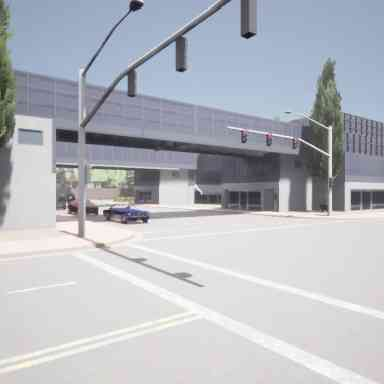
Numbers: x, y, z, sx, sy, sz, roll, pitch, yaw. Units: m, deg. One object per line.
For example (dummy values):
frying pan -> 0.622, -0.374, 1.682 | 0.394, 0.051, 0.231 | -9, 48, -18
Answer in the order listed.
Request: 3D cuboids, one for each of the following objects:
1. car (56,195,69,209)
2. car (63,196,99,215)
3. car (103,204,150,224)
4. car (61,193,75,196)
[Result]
car -> -17.215, 1.505, 41.816 | 1.837, 1.490, 4.892 | 0, 0, -36
car -> -10.893, 1.478, 33.120 | 1.882, 1.535, 5.008 | 0, 0, -36
car -> -4.993, 1.601, 25.019 | 1.895, 1.301, 4.718 | 0, 0, -36
car -> -23.774, 1.221, 63.014 | 2.150, 2.045, 5.566 | 0, 0, -36
